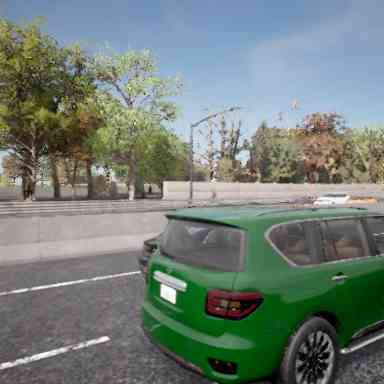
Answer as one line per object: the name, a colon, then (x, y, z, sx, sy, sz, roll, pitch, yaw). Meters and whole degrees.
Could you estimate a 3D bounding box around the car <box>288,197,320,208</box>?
car: (15.037, 1.419, 44.704, 4.181, 1.385, 1.994, 0, 0, -36)

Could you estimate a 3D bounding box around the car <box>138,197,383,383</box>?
car: (1.953, 1.203, 5.191, 5.566, 2.045, 2.150, 0, 0, -34)

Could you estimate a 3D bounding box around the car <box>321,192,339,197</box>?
car: (18.104, 1.074, 42.680, 5.566, 2.045, 2.150, 0, 0, -35)

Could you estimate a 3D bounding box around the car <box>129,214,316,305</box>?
car: (0.995, 1.481, 8.787, 4.892, 1.490, 1.837, -1, 0, -35)

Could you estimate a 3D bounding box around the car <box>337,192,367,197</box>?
car: (19.816, 1.204, 39.604, 4.553, 1.767, 2.097, 0, 0, -35)
